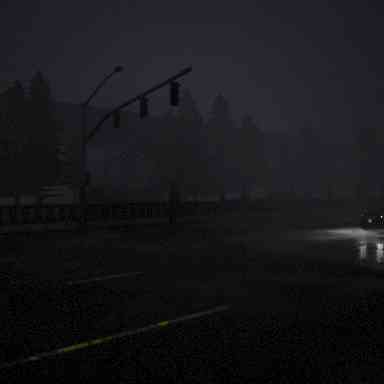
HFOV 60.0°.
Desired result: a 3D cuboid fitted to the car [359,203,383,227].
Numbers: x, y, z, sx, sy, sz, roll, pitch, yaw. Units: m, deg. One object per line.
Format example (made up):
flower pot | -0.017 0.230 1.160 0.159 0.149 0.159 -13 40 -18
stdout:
car | 12.849 1.483 21.703 4.902 1.511 2.128 0 0 -35
